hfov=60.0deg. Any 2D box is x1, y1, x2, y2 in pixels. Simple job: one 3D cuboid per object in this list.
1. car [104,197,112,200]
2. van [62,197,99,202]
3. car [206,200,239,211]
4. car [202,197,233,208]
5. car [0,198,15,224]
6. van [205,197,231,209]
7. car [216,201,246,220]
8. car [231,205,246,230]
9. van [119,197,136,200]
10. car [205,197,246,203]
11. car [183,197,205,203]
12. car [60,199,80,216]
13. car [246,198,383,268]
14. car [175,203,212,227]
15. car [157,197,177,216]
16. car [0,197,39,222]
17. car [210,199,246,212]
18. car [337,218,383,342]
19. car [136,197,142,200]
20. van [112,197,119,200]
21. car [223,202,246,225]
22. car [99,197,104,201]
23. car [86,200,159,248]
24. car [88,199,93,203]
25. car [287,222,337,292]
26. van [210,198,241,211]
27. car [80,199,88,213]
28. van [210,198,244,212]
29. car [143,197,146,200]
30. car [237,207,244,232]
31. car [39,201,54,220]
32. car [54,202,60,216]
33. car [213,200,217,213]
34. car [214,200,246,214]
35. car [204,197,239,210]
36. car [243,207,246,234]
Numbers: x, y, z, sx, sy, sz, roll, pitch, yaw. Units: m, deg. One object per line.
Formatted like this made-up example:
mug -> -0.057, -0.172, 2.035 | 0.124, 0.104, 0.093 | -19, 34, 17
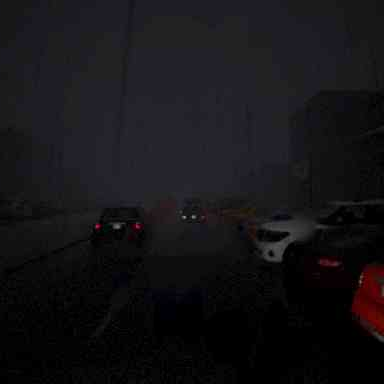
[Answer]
car -> -15.781, 1.826, 51.486 | 5.566, 2.045, 2.435 | 0, -1, 0
van -> -15.682, 1.775, 45.970 | 4.442, 1.987, 1.878 | 0, -1, 0
car -> 4.714, 2.079, 51.434 | 4.892, 1.521, 2.231 | 0, -1, 0
car -> 4.779, 1.962, 62.673 | 5.566, 2.045, 2.435 | 0, -1, 0
car -> -15.788, 1.516, 23.910 | 4.553, 1.767, 2.185 | 0, -1, 0
van -> 4.625, 1.957, 59.897 | 4.442, 1.987, 1.878 | 0, -1, 0
car -> 4.716, 1.676, 26.420 | 5.008, 1.535, 2.097 | 0, -1, 0
car -> 4.713, 1.589, 18.093 | 4.674, 1.452, 2.002 | 0, -1, 0
van -> -15.740, 2.115, 76.306 | 4.442, 1.987, 1.878 | 0, 0, 0
car -> 4.681, 1.706, 43.103 | 5.566, 2.045, 2.435 | 0, -1, 0
car -> 0.098, 1.653, 40.171 | 2.150, 2.045, 5.566 | 0, -1, 0
car -> -15.969, 1.870, 37.692 | 5.366, 1.575, 1.946 | 0, -1, 0
car -> 4.682, 1.232, 9.885 | 5.566, 2.045, 2.435 | 0, 0, 0
car -> 0.102, 1.700, 23.805 | 2.033, 1.411, 5.357 | 0, -1, 0
car -> -2.898, 1.605, 37.276 | 2.150, 2.045, 5.566 | 0, -1, 0
car -> -15.791, 1.437, 26.667 | 5.566, 2.045, 2.435 | 0, -1, 0
car -> 4.706, 1.823, 34.882 | 5.008, 1.535, 2.097 | 0, -1, 0
car -> 4.679, 1.348, 4.331 | 4.553, 1.767, 2.185 | 0, 0, 0
car -> -15.838, 2.144, 81.817 | 5.566, 2.045, 2.435 | 0, -1, 0
van -> -15.942, 1.954, 59.761 | 4.442, 1.987, 1.878 | 0, -1, 0
car -> 4.896, 1.583, 20.864 | 5.366, 1.575, 1.946 | 0, -1, 0
car -> -15.835, 1.914, 48.726 | 4.553, 1.767, 2.185 | 0, -1, 0
car -> -2.899, 1.388, 14.973 | 2.097, 1.767, 4.553 | 0, -1, 0
car -> -15.791, 2.000, 43.207 | 4.674, 1.452, 2.002 | 0, -1, 0
car -> 4.709, 1.515, 7.109 | 4.674, 1.452, 2.002 | 0, 0, 0
van -> 4.834, 1.814, 48.655 | 4.442, 1.987, 1.878 | 0, -1, 0
car -> -15.974, 1.915, 40.452 | 5.366, 1.575, 1.946 | 0, -1, 0
van -> 4.830, 1.775, 46.001 | 4.442, 1.987, 1.878 | 0, -1, 0
car -> -15.888, 2.504, 90.085 | 5.008, 1.535, 2.097 | 0, -1, 0
car -> 4.708, 1.560, 15.435 | 4.674, 1.452, 2.002 | 0, -1, 0
car -> -15.739, 1.483, 29.424 | 5.566, 2.045, 2.435 | 0, -1, 0
car -> -15.742, 1.656, 32.179 | 4.553, 1.767, 2.185 | 0, -1, 0
car -> 4.740, 1.805, 32.102 | 4.792, 1.488, 2.163 | 0, -1, 0
car -> 4.717, 1.728, 29.323 | 4.892, 1.521, 2.231 | 0, -1, 0
car -> 4.755, 1.864, 54.338 | 5.566, 2.045, 2.435 | 0, -1, 0
car -> 4.896, 1.496, 12.662 | 5.366, 1.575, 1.946 | 0, 0, 0
